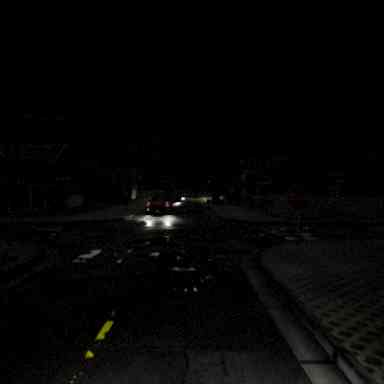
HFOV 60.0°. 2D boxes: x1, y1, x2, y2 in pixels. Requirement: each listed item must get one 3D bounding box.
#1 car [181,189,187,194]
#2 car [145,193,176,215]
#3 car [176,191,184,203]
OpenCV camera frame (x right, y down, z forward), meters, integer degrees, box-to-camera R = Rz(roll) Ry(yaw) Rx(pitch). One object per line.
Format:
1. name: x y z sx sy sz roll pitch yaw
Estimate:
1. car: -2.734 0.582 76.628 1.837 1.490 4.892 0 1 0
2. car: -2.737 0.960 28.692 2.097 1.767 4.553 0 0 0
3. car: -2.725 0.956 52.198 1.994 1.385 4.181 0 1 0
